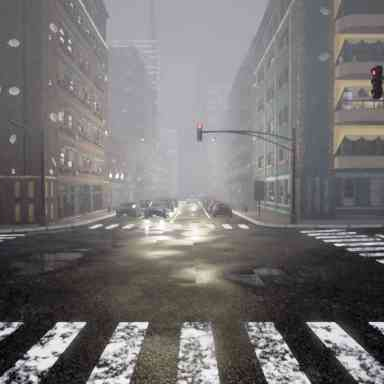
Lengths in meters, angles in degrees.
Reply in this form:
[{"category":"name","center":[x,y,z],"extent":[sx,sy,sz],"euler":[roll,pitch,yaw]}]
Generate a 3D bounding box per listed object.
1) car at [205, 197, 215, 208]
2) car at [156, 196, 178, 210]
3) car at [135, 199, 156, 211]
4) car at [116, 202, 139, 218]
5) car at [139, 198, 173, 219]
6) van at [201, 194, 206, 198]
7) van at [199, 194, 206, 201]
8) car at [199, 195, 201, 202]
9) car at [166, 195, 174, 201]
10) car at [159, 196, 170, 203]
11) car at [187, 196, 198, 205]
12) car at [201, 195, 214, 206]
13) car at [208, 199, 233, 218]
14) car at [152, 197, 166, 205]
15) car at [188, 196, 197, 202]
[{"category":"car","center":[2.704,1.570,35.777],"extent":[1.947,1.339,4.313],"euler":[0,0,0]},{"category":"car","center":[-3.076,1.510,39.895],"extent":[1.837,1.490,4.892],"euler":[0,0,0]},{"category":"car","center":[-5.674,1.572,41.317],"extent":[1.947,1.339,4.313],"euler":[0,0,0]},{"category":"car","center":[-5.680,1.568,30.270],"extent":[1.947,1.339,4.313],"euler":[0,0,0]},{"category":"car","center":[-3.085,1.549,29.776],"extent":[2.033,1.411,5.357],"euler":[0,0,0]},{"category":"van","center":[2.711,1.353,52.347],"extent":[1.690,1.788,3.998],"euler":[0,0,0]},{"category":"van","center":[2.728,1.377,85.489],"extent":[1.690,1.788,3.998],"euler":[-1,0,0]},{"category":"car","center":[2.715,1.581,57.871],"extent":[1.947,1.339,4.313],"euler":[0,0,0]},{"category":"car","center":[-5.652,1.561,85.335],"extent":[1.752,1.417,4.829],"euler":[0,0,0]},{"category":"car","center":[-5.660,1.604,68.935],"extent":[1.802,1.307,4.206],"euler":[0,0,0]},{"category":"car","center":[0.032,1.542,59.711],"extent":[1.812,1.442,4.674],"euler":[0,0,0]},{"category":"car","center":[2.709,1.554,46.824],"extent":[1.887,1.381,4.507],"euler":[0,0,0]},{"category":"car","center":[2.701,1.584,30.254],"extent":[1.802,1.307,4.206],"euler":[0,0,0]},{"category":"car","center":[-5.666,1.560,57.888],"extent":[1.887,1.381,4.507],"euler":[0,0,0]},{"category":"car","center":[0.038,1.451,69.746],"extent":[1.895,1.301,4.718],"euler":[0,0,0]}]
